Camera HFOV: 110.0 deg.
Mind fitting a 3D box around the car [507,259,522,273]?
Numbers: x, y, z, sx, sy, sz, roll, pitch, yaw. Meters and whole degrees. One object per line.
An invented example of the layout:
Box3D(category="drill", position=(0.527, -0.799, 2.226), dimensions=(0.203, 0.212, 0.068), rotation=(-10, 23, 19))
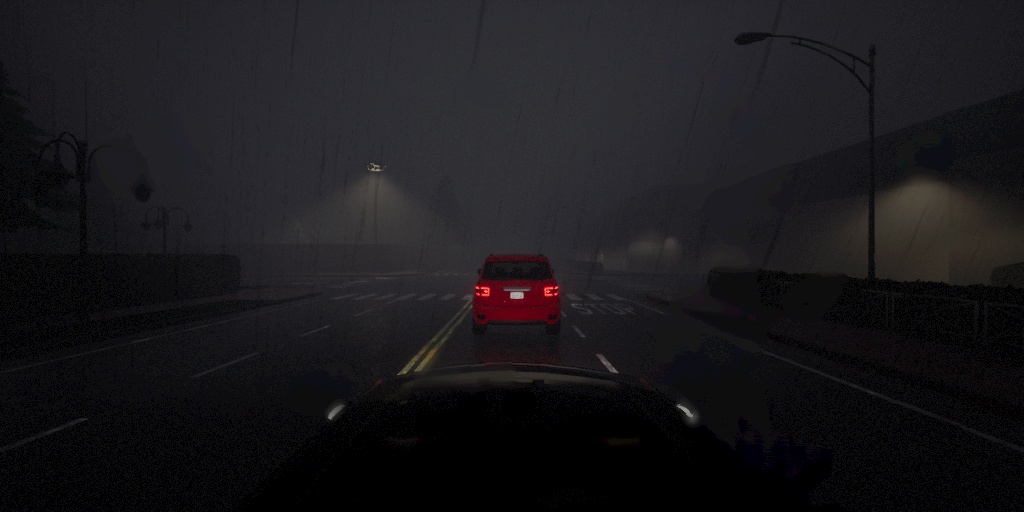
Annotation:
Box3D(category="car", position=(0.333, 1.228, 45.522), dimensions=(1.882, 1.535, 5.008), rotation=(0, 0, 1))

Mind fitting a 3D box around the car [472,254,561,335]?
Box3D(category="car", position=(0.116, 0.971, 10.664), dimensions=(2.150, 2.045, 5.566), rotation=(0, 0, 0))
